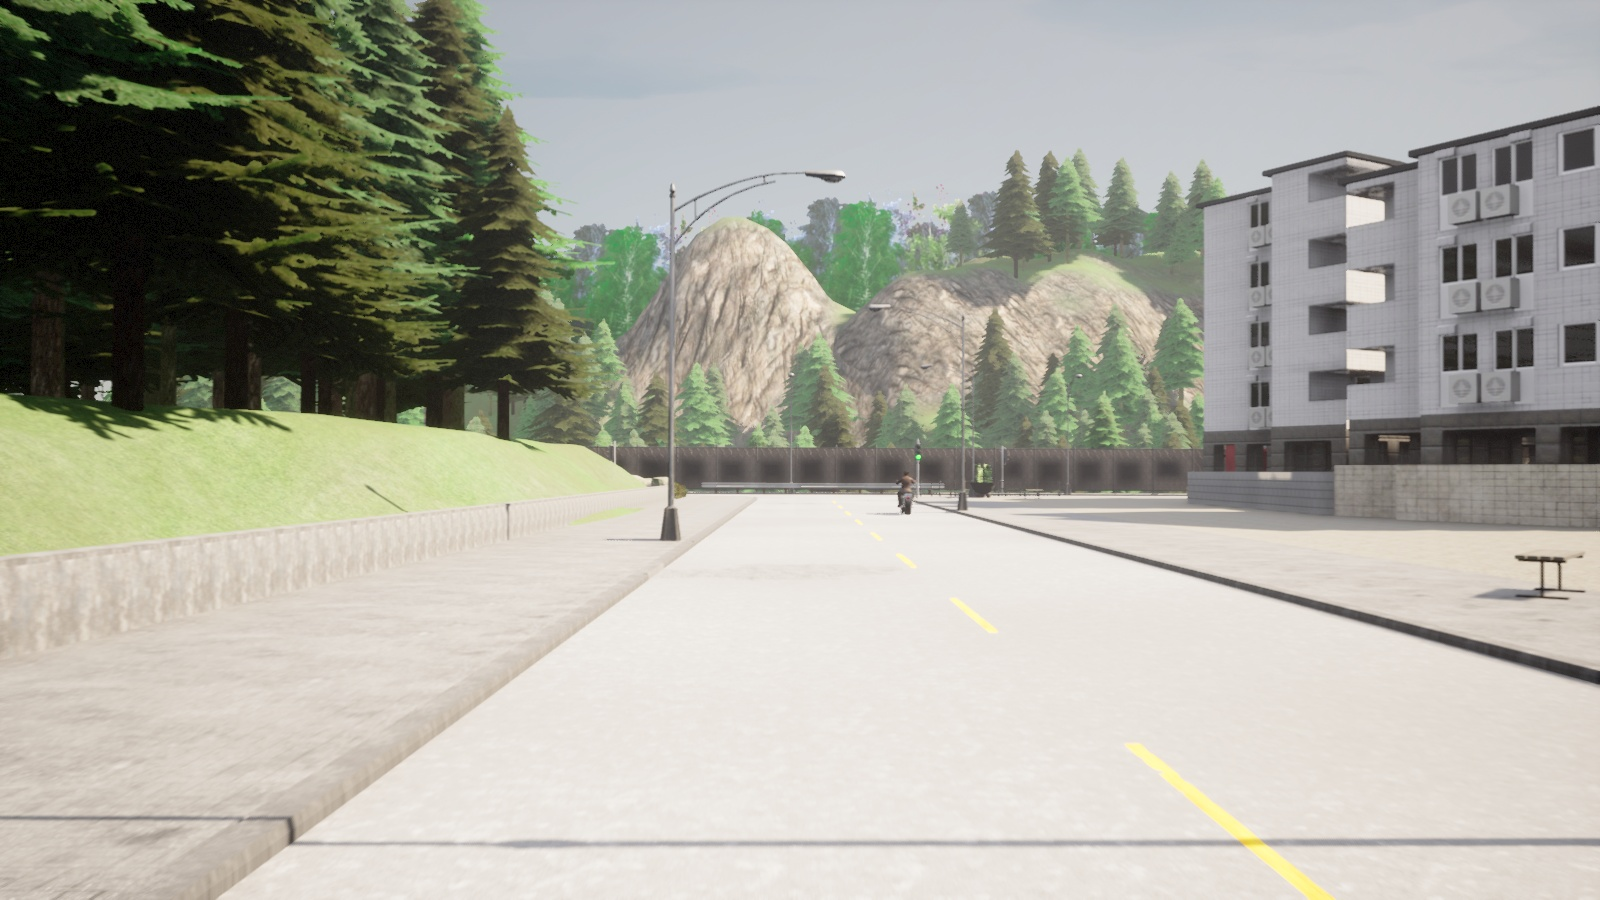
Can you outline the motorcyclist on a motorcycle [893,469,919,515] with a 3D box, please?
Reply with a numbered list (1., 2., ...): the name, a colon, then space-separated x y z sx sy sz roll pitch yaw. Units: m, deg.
1. motorcyclist on a motorcycle: 3.893 1.525 46.335 0.766 1.649 2.350 0 -1 0
